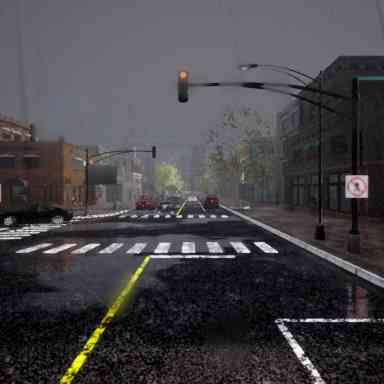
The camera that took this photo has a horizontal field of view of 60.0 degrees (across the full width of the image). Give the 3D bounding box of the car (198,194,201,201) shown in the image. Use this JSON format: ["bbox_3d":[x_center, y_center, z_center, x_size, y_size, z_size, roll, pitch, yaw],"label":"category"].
[{"bbox_3d":[2.719,1.536,63.559,2.008,1.369,4.403,-1,0,0],"label":"car"}]

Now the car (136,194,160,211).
[{"bbox_3d":[-5.674,1.306,41.386,2.192,1.841,5.009,-1,0,0],"label":"car"}]

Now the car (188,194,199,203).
[{"bbox_3d":[0.131,1.509,69.111,1.812,1.442,4.674,0,0,0],"label":"car"}]

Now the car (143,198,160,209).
[{"bbox_3d":[-5.670,1.534,46.930,1.887,1.381,4.507,-1,0,0],"label":"car"}]

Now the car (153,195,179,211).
[{"bbox_3d":[-3.075,1.483,40.017,2.128,1.511,4.902,0,0,0],"label":"car"}]

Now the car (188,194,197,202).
[{"bbox_3d":[0.039,1.335,79.249,2.097,1.767,4.553,0,0,0],"label":"car"}]

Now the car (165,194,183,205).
[{"bbox_3d":[-3.060,1.464,56.437,1.882,1.535,5.008,0,0,0],"label":"car"}]

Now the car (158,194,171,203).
[{"bbox_3d":[-5.661,1.298,69.107,2.192,1.841,5.009,-1,0,0],"label":"car"}]

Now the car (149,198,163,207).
[{"bbox_3d":[-5.667,1.570,52.475,1.802,1.307,4.206,-1,0,0],"label":"car"}]

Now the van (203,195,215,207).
[{"bbox_3d":[2.712,1.329,52.471,1.690,1.788,3.998,-1,0,0],"label":"van"}]

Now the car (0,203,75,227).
[{"bbox_3d":[-11.041,1.593,23.833,5.008,1.535,1.882,-1,2,-12],"label":"car"}]

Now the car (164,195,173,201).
[{"bbox_3d":[-5.654,1.525,80.195,1.887,1.381,4.507,-1,0,0],"label":"car"}]

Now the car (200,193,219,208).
[{"bbox_3d":[2.709,1.304,46.927,2.192,1.841,5.009,-1,0,0],"label":"car"}]

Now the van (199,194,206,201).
[{"bbox_3d":[2.728,1.319,85.735,1.690,1.788,3.998,-1,0,0],"label":"van"}]

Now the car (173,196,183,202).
[{"bbox_3d":[-2.965,1.464,71.646,1.895,1.301,4.718,0,0,0],"label":"car"}]
